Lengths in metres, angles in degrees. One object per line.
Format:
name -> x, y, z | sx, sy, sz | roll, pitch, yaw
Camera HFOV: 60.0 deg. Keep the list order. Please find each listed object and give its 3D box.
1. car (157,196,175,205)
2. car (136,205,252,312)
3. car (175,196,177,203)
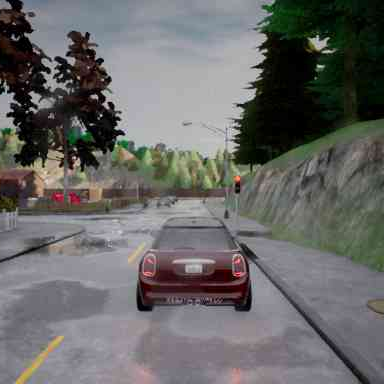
car -> -4.086, 1.491, 49.068 | 2.128, 1.511, 4.902 | 0, 0, 0
car -> 0.055, 1.352, 7.899 | 2.097, 1.767, 4.553 | 0, 0, 1
car -> -4.061, 1.526, 59.098 | 1.812, 1.442, 4.674 | 0, 0, 0
